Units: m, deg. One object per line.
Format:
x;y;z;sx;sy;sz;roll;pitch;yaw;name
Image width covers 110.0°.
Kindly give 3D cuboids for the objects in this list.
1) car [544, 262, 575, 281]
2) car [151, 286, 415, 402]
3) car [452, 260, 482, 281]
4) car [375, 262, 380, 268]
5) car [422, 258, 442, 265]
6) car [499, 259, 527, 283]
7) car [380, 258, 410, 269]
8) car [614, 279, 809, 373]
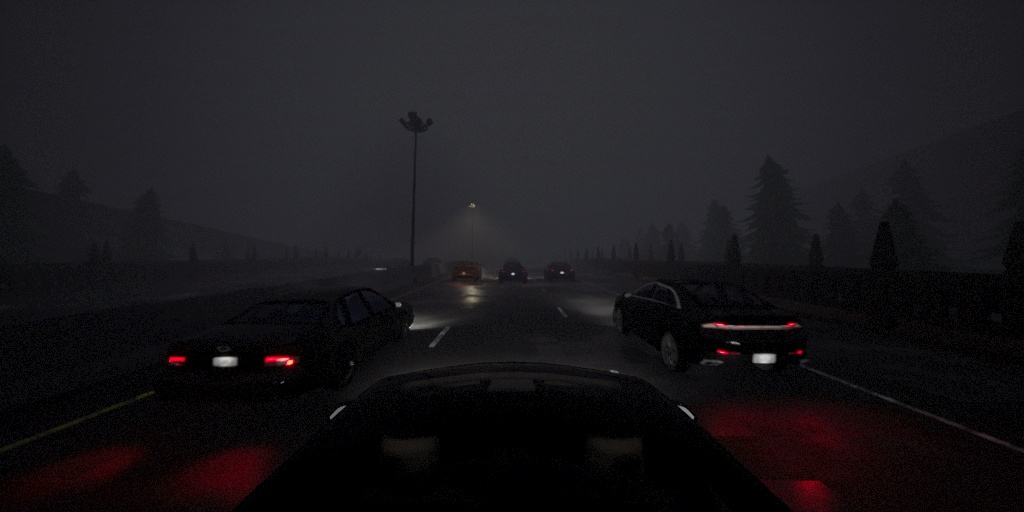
3.557;1.151;27.493;1.994;1.385;4.181;0;0;0;car
-3.408;1.283;6.763;2.033;1.411;5.357;0;0;0;car
-3.444;1.061;28.021;1.882;1.535;5.008;0;0;0;car
-17.609;1.040;51.006;2.033;1.411;5.357;0;-1;0;car
-10.632;0.938;47.883;1.882;1.535;5.008;0;-1;0;car
0.060;1.162;25.948;1.994;1.385;4.181;0;0;0;car
-14.145;0.956;44.743;2.128;1.511;4.902;0;0;0;car
3.590;1.222;7.530;2.128;1.511;4.902;0;1;0;car
